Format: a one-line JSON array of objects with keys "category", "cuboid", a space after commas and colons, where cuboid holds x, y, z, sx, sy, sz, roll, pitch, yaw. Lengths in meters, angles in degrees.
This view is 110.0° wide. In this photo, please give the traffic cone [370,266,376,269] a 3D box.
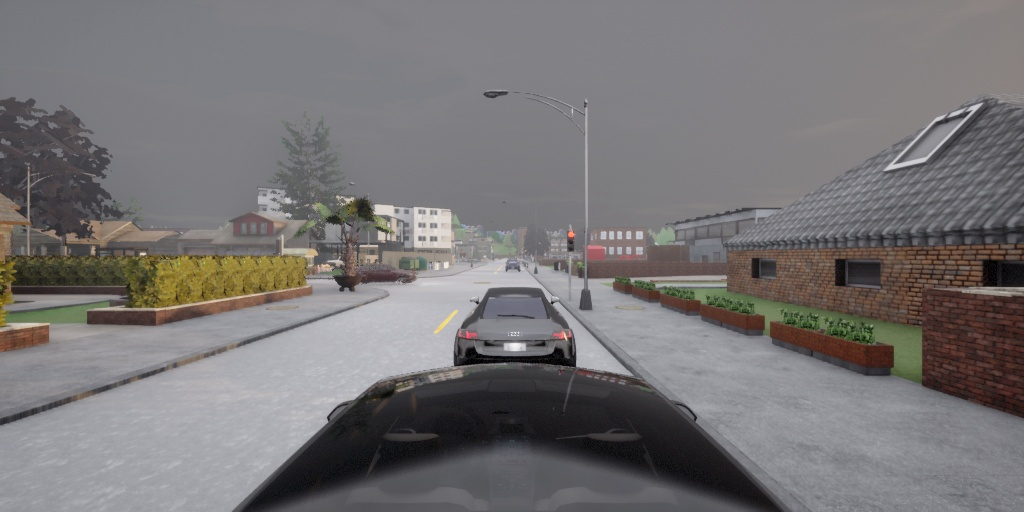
[{"category": "traffic cone", "cuboid": [-15.757, 1.561, 40.120, 0.344, 0.586, 0.344, 0, 0, 0]}]

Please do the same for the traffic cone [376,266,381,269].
[{"category": "traffic cone", "cuboid": [-15.396, 1.558, 40.690, 0.344, 0.586, 0.344, 0, 0, 0]}]

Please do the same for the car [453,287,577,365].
[{"category": "car", "cuboid": [0.058, 1.314, 7.306, 1.994, 1.385, 4.181, 0, 0, 0]}]

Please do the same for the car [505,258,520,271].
[{"category": "car", "cuboid": [0.108, 1.276, 48.730, 1.812, 1.442, 4.674, 0, 0, 0]}]

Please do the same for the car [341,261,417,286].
[{"category": "car", "cuboid": [-9.097, 1.275, 25.181, 4.674, 1.442, 1.812, 0, 0, -7]}]

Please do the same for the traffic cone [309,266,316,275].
[{"category": "traffic cone", "cuboid": [-19.803, 1.568, 35.236, 0.344, 0.586, 0.344, 0, 0, 0]}]
